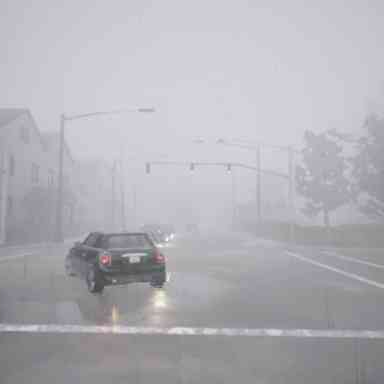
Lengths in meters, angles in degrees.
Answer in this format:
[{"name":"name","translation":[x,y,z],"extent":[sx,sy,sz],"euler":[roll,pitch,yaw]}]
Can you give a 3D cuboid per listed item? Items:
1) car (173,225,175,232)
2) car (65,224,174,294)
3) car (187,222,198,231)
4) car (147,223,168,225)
[{"name":"car","translation":[-3.611,5.544,50.744],"extent":[1.895,1.301,4.718],"euler":[0,-5,0]},{"name":"car","translation":[-2.659,2.008,10.911],"extent":[2.097,1.767,4.553],"euler":[3,-5,-31]},{"name":"car","translation":[0.028,6.005,57.339],"extent":[1.837,1.490,4.892],"euler":[0,-5,0]},{"name":"car","translation":[-3.629,3.655,30.512],"extent":[2.097,1.767,4.553],"euler":[0,-5,0]}]
